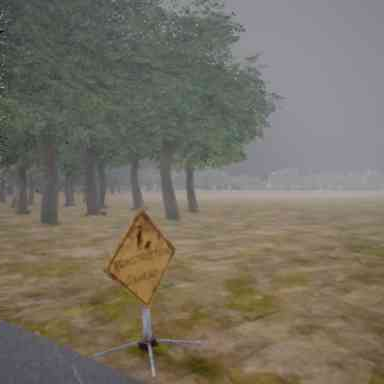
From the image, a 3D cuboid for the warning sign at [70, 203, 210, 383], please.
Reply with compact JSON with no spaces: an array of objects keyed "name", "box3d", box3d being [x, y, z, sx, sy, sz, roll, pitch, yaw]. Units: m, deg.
[{"name":"warning sign","box3d":[-0.632,1.139,4.328,1.060,1.860,1.300,-4,0,35]}]
